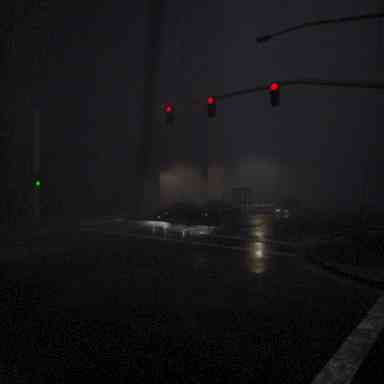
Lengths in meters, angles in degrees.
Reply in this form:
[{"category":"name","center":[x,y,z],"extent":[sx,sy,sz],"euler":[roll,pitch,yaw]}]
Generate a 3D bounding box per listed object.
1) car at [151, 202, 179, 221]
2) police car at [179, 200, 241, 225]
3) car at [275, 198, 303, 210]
[{"category":"car","center":[-0.831,1.519,27.074],"extent":[2.033,1.411,5.357],"euler":[0,0,39]},{"category":"police car","center":[1.661,1.404,24.433],"extent":[1.930,1.638,5.238],"euler":[0,0,39]},{"category":"car","center":[12.830,1.523,43.667],"extent":[2.033,1.411,5.357],"euler":[0,0,40]}]
